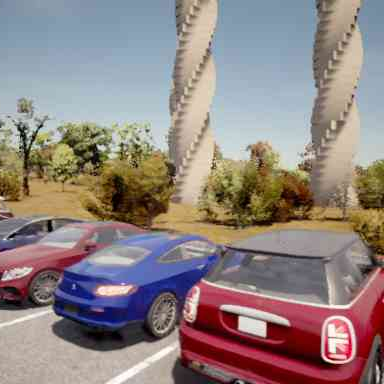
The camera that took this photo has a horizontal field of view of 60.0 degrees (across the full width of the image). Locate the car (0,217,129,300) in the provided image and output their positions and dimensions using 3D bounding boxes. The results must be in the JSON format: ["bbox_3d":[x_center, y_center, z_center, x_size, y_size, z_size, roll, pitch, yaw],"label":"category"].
[{"bbox_3d":[-2.644,1.484,8.262,2.002,1.452,4.674,0,0,36],"label":"car"}]

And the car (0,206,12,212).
[{"bbox_3d":[-7.115,1.428,11.484,2.163,1.488,4.792,1,0,35],"label":"car"}]

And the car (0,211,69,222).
[{"bbox_3d":[-4.908,1.454,9.837,2.163,1.488,4.792,1,0,36],"label":"car"}]

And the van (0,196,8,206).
[{"bbox_3d":[-9.303,1.146,13.152,1.878,1.987,4.442,1,0,36],"label":"van"}]

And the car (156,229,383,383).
[{"bbox_3d":[1.827,1.351,5.031,2.185,1.767,4.553,0,0,35],"label":"car"}]

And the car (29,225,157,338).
[{"bbox_3d":[-0.406,1.500,6.658,2.002,1.452,4.674,0,0,36],"label":"car"}]
